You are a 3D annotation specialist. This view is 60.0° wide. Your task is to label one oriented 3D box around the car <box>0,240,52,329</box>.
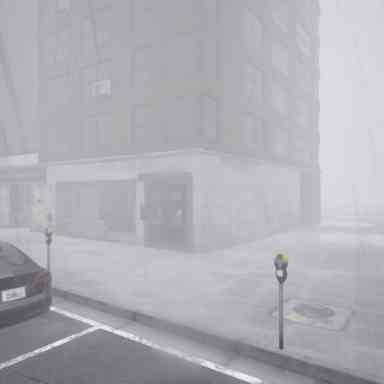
[{"bbox_3d":[-4.349,1.565,6.188,4.313,1.339,1.947,0,0,36],"label":"car"}]
